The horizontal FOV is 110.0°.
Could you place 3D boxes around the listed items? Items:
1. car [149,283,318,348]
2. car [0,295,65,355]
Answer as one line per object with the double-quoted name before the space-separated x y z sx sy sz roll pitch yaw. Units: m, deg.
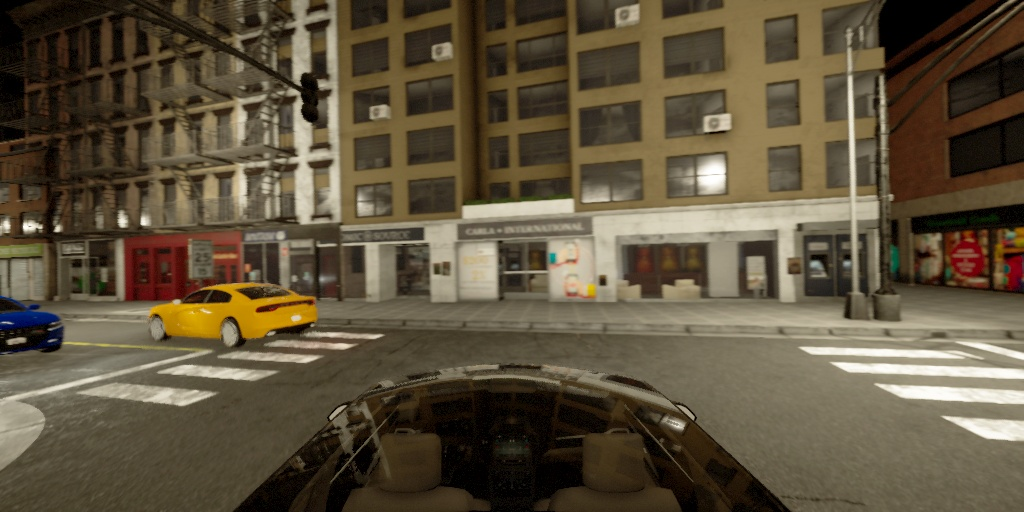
"car" -7.836 1.513 10.045 5.008 1.535 1.882 -2 -1 21
"car" -13.288 1.677 8.601 5.008 1.535 1.882 -2 0 17
